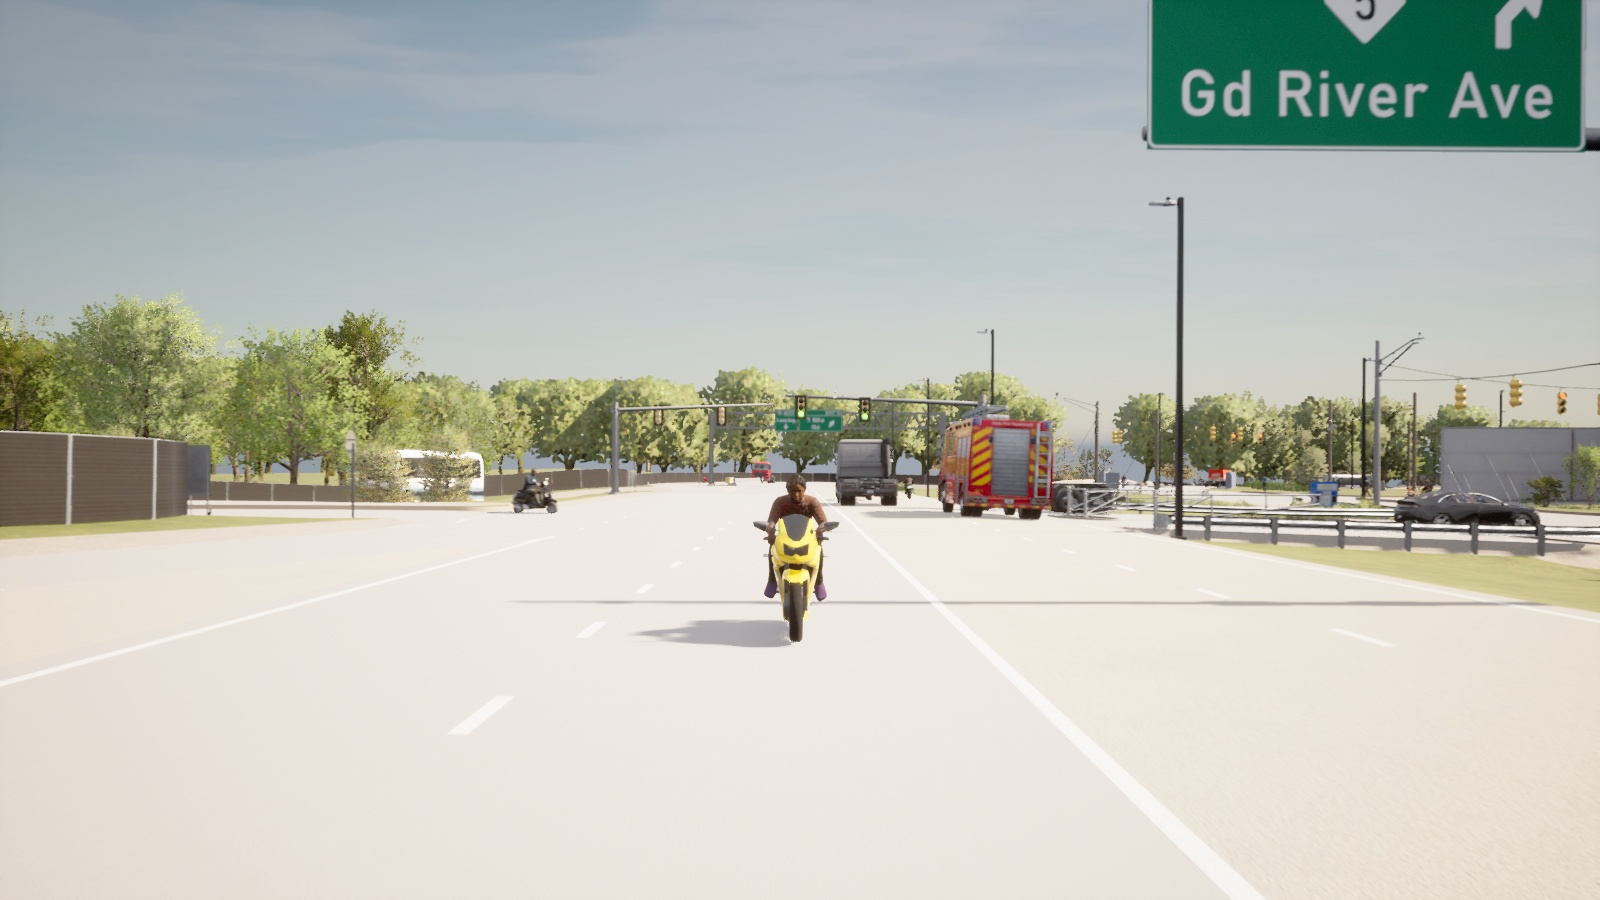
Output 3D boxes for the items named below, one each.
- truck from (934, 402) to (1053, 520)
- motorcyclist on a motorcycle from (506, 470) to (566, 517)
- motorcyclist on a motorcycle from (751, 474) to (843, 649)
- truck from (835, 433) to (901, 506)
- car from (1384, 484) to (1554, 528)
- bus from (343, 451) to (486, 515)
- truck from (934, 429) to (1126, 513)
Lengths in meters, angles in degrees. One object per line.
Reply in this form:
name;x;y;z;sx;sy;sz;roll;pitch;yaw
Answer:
truck;6.916;0.448;46.173;2.891;3.827;8.468;2;-1;0
motorcyclist on a motorcycle;-9.161;1.497;43.607;1.817;1.590;0.866;0;1;18
motorcyclist on a motorcycle;-0.029;0.994;12.004;0.797;1.523;2.044;0;-1;0
truck;3.344;1.017;63.856;2.891;3.462;7.936;0;-1;0
car;23.684;1.965;44.584;4.902;1.511;2.128;0;-1;-2
bus;-27.366;2.355;89.856;3.944;4.253;10.273;-1;-2;24
truck;10.132;0.944;55.896;7.936;3.462;2.891;2;-1;-2
